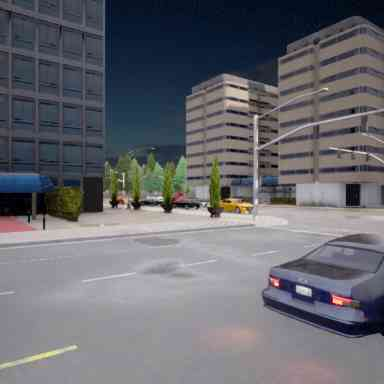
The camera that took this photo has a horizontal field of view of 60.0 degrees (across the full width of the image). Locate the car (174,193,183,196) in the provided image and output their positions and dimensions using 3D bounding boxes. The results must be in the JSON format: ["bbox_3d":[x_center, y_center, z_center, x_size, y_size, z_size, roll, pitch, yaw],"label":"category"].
[{"bbox_3d":[-3.651,1.221,66.241,2.150,2.045,5.566,0,0,-35],"label":"car"}]

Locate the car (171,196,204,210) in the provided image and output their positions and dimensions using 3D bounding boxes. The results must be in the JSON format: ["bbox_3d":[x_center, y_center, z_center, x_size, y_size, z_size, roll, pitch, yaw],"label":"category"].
[{"bbox_3d":[-0.865,1.601,43.641,1.895,1.301,4.718,0,0,-35],"label":"car"}]

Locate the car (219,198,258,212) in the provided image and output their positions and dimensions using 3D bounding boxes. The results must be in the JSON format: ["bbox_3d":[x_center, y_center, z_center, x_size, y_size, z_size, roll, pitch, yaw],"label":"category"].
[{"bbox_3d":[5.594,1.505,40.521,1.837,1.490,4.892,0,0,-35],"label":"car"}]

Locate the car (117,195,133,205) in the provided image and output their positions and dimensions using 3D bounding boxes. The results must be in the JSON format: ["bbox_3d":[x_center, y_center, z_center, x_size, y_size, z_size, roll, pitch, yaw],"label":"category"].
[{"bbox_3d":[-11.976,1.352,59.577,2.097,1.767,4.553,0,0,-35],"label":"car"}]

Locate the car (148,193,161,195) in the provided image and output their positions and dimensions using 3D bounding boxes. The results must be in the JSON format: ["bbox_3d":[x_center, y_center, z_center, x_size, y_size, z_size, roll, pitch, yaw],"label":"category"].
[{"bbox_3d":[-5.783,1.221,56.788,2.150,2.045,5.566,0,0,-34],"label":"car"}]

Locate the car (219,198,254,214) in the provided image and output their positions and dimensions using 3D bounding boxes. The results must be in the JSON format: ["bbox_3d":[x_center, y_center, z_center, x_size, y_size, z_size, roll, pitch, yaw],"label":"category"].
[{"bbox_3d":[4.495,1.478,35.987,1.882,1.535,5.008,0,0,-35],"label":"car"}]

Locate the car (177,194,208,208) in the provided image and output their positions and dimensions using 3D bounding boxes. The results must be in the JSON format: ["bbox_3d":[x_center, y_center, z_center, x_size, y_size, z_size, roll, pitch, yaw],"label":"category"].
[{"bbox_3d":[0.282,1.491,48.105,2.128,1.511,4.902,0,0,-35],"label":"car"}]

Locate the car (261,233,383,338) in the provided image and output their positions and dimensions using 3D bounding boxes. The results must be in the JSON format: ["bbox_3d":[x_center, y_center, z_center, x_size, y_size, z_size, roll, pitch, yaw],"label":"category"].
[{"bbox_3d":[3.750,1.547,6.496,5.357,1.411,2.033,0,0,-35],"label":"car"}]

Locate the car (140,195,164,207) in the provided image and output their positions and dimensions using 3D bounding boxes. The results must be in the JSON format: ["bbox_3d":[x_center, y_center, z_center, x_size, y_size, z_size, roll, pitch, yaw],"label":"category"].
[{"bbox_3d":[-6.138,1.601,51.174,1.895,1.301,4.718,0,0,-35],"label":"car"}]
